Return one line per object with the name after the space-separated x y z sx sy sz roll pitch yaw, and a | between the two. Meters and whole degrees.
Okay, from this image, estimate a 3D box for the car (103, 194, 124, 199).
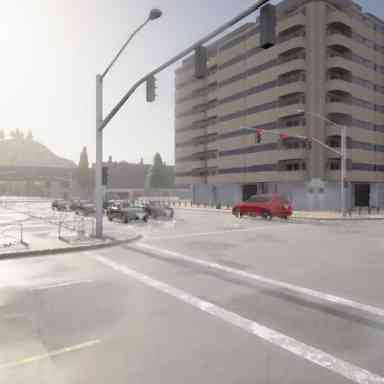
-9.095 1.277 37.551 2.150 2.045 5.566 0 0 -35 | car

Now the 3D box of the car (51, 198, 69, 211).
-16.115 1.547 41.424 2.128 1.511 4.902 0 0 -35 | car

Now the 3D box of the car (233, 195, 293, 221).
5.842 1.279 27.998 2.150 2.045 5.566 -1 0 -34 | car

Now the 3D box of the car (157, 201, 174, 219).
-3.395 1.547 29.499 2.128 1.511 4.902 0 0 -35 | car

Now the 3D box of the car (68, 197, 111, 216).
-10.309 1.547 33.209 2.128 1.511 4.902 0 0 -35 | car

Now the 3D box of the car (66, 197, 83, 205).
-22.008 1.619 62.189 1.994 1.385 4.181 0 0 -35 | car

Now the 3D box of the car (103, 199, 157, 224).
-5.063 1.547 25.796 2.128 1.511 4.902 0 0 -35 | car
